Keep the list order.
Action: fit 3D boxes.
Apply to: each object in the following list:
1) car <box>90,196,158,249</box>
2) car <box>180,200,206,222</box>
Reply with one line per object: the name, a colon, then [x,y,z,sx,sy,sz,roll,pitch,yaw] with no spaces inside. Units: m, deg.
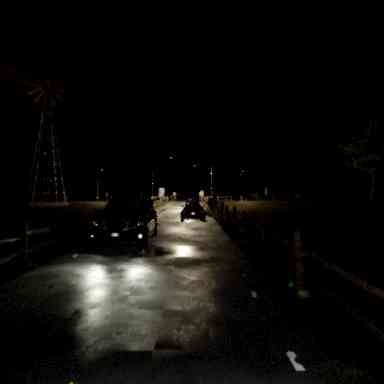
car: [-2.820,1.235,15.036,2.150,2.045,5.566,0,0,0]
car: [0.089,1.586,26.910,1.994,1.385,4.181,0,0,0]
